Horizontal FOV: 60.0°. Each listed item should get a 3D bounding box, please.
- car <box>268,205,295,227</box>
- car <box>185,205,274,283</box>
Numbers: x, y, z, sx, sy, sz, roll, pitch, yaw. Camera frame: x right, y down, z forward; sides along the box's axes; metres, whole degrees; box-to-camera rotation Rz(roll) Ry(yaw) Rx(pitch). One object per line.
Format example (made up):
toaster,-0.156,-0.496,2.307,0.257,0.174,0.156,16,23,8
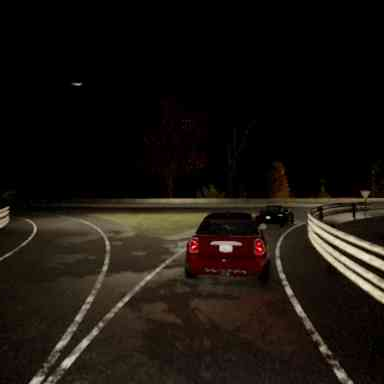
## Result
car,5.786,1.597,23.050,1.994,1.385,4.181,0,0,27
car,1.173,1.367,10.033,2.097,1.767,4.553,0,0,10
